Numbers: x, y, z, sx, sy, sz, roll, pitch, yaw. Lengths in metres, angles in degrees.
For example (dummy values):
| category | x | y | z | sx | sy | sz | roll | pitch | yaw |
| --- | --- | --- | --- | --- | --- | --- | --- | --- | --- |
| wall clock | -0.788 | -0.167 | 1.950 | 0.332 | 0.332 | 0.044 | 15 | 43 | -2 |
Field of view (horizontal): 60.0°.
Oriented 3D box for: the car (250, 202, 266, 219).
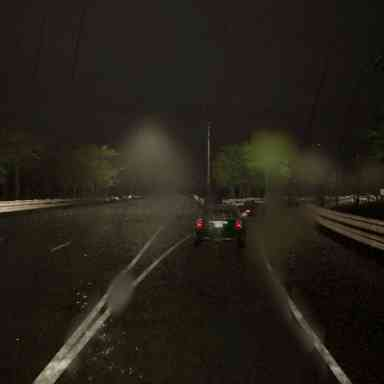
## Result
| category | x | y | z | sx | sy | sz | roll | pitch | yaw |
| --- | --- | --- | --- | --- | --- | --- | --- | --- | --- |
| car | 5.436 | 1.579 | 29.866 | 1.994 | 1.385 | 4.181 | 0 | 0 | 21 |

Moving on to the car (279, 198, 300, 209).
| category | x | y | z | sx | sy | sz | roll | pitch | yaw |
| --- | --- | --- | --- | --- | --- | --- | --- | --- | --- |
| car | 13.414 | 1.546 | 45.880 | 1.812 | 1.442 | 4.674 | 0 | 0 | 32 |

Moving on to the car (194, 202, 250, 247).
| category | x | y | z | sx | sy | sz | roll | pitch | yaw |
| --- | --- | --- | --- | --- | --- | --- | --- | --- | --- |
| car | 1.444 | 1.356 | 15.359 | 2.097 | 1.767 | 4.553 | 0 | 0 | 10 |
